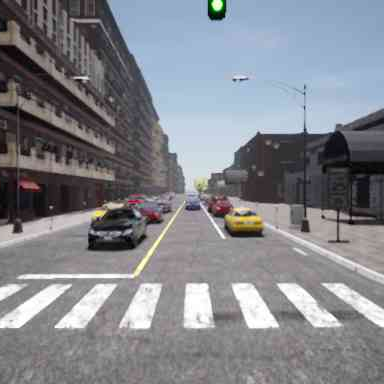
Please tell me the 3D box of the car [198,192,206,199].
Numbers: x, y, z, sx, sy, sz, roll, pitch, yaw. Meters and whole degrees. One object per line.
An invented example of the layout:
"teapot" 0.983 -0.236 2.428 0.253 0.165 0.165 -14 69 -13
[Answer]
"car" 2.692 0.963 89.902 2.192 1.841 5.009 0 0 0

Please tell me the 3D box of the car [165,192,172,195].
"car" -5.689 1.178 67.745 1.967 1.590 4.097 0 0 0

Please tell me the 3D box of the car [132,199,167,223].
"car" -3.103 1.455 24.030 1.994 1.385 4.181 0 0 -1

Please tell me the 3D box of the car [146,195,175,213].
"car" -3.085 1.340 34.422 2.128 1.511 4.902 0 0 0

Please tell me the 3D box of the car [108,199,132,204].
"car" -5.690 1.428 23.262 1.752 1.417 4.829 0 0 0

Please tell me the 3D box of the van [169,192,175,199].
"van" -5.689 1.003 95.442 1.690 1.788 3.998 0 0 0

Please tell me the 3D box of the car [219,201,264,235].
"car" 2.691 1.424 18.064 1.752 1.417 4.829 0 0 0

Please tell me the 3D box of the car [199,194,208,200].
"car" 2.691 1.228 78.824 2.008 1.369 4.403 0 0 0

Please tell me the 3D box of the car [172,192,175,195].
"car" -5.689 1.019 78.824 2.192 1.841 5.009 0 0 0

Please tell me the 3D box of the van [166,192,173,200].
"van" -5.689 1.030 84.364 1.690 1.788 3.998 0 0 0

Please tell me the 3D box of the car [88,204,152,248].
"car" -3.097 1.458 14.652 1.812 1.442 4.674 0 0 0

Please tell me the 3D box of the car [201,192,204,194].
"car" 2.691 1.218 73.455 1.752 1.417 4.829 0 0 0

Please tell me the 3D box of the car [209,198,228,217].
"car" 2.691 1.433 28.972 1.802 1.307 4.206 0 0 0

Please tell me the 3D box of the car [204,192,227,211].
"car" 2.691 1.144 34.510 2.192 1.841 5.009 0 0 0

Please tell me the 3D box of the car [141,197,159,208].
"car" -5.690 1.364 45.589 2.008 1.369 4.403 0 0 0

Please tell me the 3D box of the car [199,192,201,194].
"car" -0.002 1.113 55.091 2.097 1.767 4.553 0 0 0

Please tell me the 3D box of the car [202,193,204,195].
"car" 2.691 1.317 51.128 2.008 1.369 4.403 0 0 0

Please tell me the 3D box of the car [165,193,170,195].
"car" -5.689 1.300 62.207 1.887 1.381 4.507 0 0 0

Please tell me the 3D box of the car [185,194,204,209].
"car" 0.099 1.358 40.879 2.033 1.411 5.357 0 0 0

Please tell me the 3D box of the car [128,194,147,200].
"car" -5.689 1.171 34.510 2.192 1.841 5.009 0 0 0
